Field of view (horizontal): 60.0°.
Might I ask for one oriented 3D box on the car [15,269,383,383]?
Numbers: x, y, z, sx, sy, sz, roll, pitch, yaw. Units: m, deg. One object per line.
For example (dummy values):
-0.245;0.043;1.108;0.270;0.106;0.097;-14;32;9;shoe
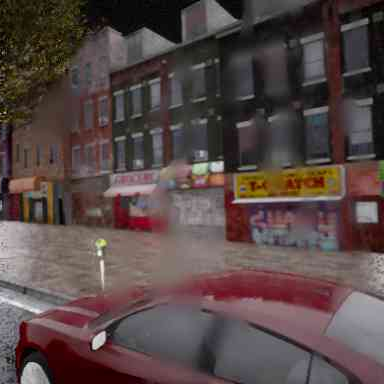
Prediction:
0.332;1.495;3.036;5.008;1.535;1.882;-1;-1;36;car
